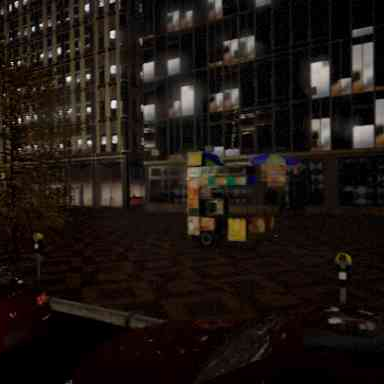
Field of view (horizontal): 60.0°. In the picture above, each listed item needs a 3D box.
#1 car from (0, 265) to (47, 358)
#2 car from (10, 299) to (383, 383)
[{"bbox_3d":[-3.937,1.603,4.961,4.206,1.307,1.802,-1,1,28],"label":"car"},{"bbox_3d":[0.927,1.533,2.340,4.206,1.307,1.802,-1,1,28],"label":"car"}]
